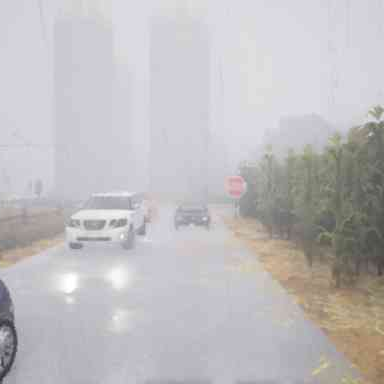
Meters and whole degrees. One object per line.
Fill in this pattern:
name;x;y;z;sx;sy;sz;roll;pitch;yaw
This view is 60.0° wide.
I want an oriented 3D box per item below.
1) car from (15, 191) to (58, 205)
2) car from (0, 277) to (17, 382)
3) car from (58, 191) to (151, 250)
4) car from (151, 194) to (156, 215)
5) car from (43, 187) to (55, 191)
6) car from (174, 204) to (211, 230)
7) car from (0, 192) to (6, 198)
car;-14.285;0.925;32.827;4.902;1.511;2.128;0;1;6
car;-3.201;1.322;2.185;2.097;1.767;4.553;0;1;0
car;-3.226;1.003;13.695;2.150;2.045;5.566;0;1;0
car;-3.191;0.693;19.031;2.097;1.767;4.553;0;1;0
car;-37.651;-0.236;86.187;3.866;1.878;1.905;0;1;-1
car;0.011;1.291;18.568;1.895;1.301;4.718;0;1;0
car;-37.261;0.386;61.991;4.611;1.667;2.242;0;1;-1
